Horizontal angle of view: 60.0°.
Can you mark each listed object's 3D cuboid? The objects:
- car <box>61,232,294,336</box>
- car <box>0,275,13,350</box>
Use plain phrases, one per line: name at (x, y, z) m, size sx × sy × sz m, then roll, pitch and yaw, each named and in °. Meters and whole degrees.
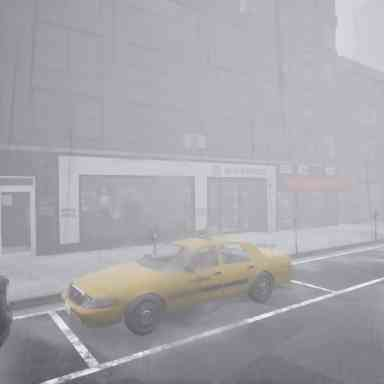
car at (-0.003, 1.524, 6.654) m, size 4.829 × 1.417 × 1.752 m, roll 0°, pitch -1°, yaw -35°
car at (-4.351, 1.566, 3.561) m, size 4.313 × 1.339 × 1.947 m, roll 0°, pitch -1°, yaw -35°
